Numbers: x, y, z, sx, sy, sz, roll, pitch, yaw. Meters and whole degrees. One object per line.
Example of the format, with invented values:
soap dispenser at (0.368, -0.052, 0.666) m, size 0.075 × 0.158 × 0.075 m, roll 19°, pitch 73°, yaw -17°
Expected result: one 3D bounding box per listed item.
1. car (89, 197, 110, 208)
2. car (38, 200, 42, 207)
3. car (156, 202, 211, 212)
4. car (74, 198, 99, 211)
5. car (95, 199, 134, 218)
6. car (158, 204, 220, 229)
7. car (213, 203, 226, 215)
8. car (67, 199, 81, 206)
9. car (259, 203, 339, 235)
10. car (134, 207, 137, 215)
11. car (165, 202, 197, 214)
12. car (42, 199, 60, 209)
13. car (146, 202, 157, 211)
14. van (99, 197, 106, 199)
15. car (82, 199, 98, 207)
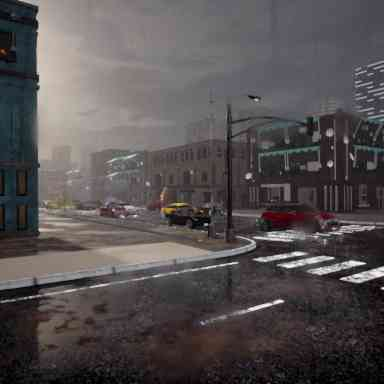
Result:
car at (-17.419, 1.940, 62.633) m, size 2.192 × 1.841 × 5.009 m, roll -1°, pitch 0°, yaw -35°
car at (-30.650, 2.376, 66.822) m, size 2.008 × 1.369 × 4.403 m, roll -1°, pitch 0°, yaw -35°
car at (-0.847, 1.753, 29.244) m, size 1.882 × 1.535 × 5.008 m, roll -1°, pitch 0°, yaw -35°
car at (-16.451, 2.126, 51.415) m, size 2.033 × 1.411 × 5.357 m, roll -1°, pitch 0°, yaw -35°
car at (-8.258, 1.846, 35.203) m, size 1.967 × 1.590 × 4.097 m, roll -1°, pitch 0°, yaw -35°
car at (-0.333, 1.815, 23.809) m, size 1.947 × 1.339 × 4.313 m, roll -1°, pitch 0°, yaw -35°
car at (1.782, 1.810, 35.532) m, size 2.008 × 1.369 × 4.403 m, roll -2°, pitch 0°, yaw -35°
car at (-27.011, 2.364, 76.184) m, size 1.947 × 1.339 × 4.313 m, roll -1°, pitch 0°, yaw -35°
car at (6.239, 1.468, 19.692) m, size 2.097 × 1.767 × 4.553 m, roll 0°, pitch -1°, yaw -38°
car at (-8.281, 1.947, 39.749) m, size 1.812 × 1.442 × 4.674 m, roll -1°, pitch 0°, yaw -35°
car at (-1.417, 1.904, 40.049) m, size 1.802 × 1.307 × 4.206 m, roll -2°, pitch 0°, yaw -35°
car at (-24.153, 2.233, 57.649) m, size 1.752 × 1.417 × 4.829 m, roll -1°, pitch 0°, yaw -35°
car at (-4.615, 1.966, 44.565) m, size 1.802 × 1.307 × 4.206 m, roll -1°, pitch 0°, yaw -35°
van at (-14.219, 1.907, 58.116) m, size 1.690 × 1.788 × 3.998 m, roll -1°, pitch 0°, yaw -35°
car at (-20.613, 2.228, 67.150) m, size 1.887 × 1.381 × 4.507 m, roll -1°, pitch 0°, yaw -35°
